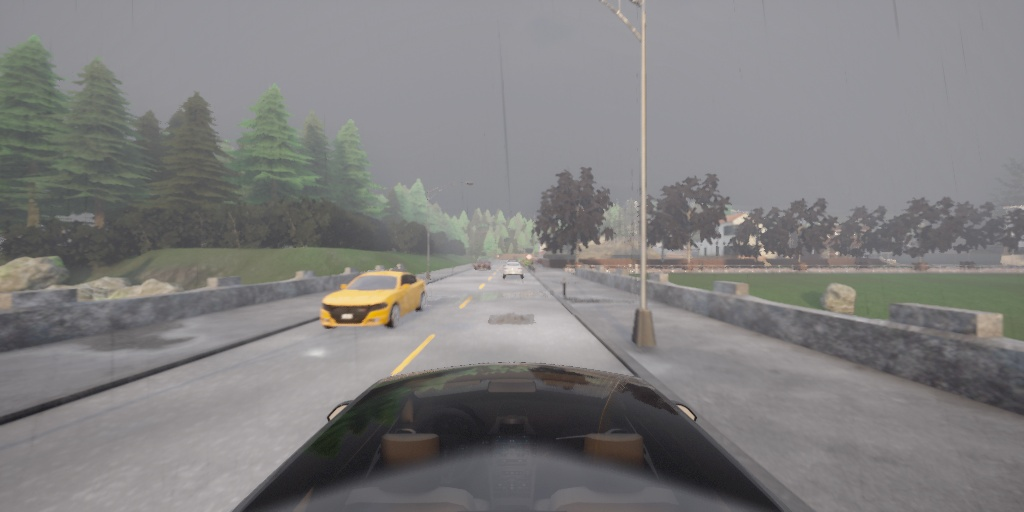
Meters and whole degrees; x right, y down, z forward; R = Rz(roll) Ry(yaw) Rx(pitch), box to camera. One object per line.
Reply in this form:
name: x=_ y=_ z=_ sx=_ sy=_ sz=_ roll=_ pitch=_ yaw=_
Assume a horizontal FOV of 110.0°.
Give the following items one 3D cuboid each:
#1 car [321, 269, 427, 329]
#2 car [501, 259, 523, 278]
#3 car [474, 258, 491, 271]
car: x=-4.097 y=1.226 z=11.416 sx=1.882 sy=1.535 sz=5.008 roll=0 pitch=0 yaw=0
car: x=0.108 y=1.273 z=34.021 sx=1.812 sy=1.442 sz=4.674 roll=0 pitch=0 yaw=0
car: x=-4.062 y=1.098 z=50.380 sx=2.097 sy=1.767 sz=4.553 roll=0 pitch=0 yaw=0
